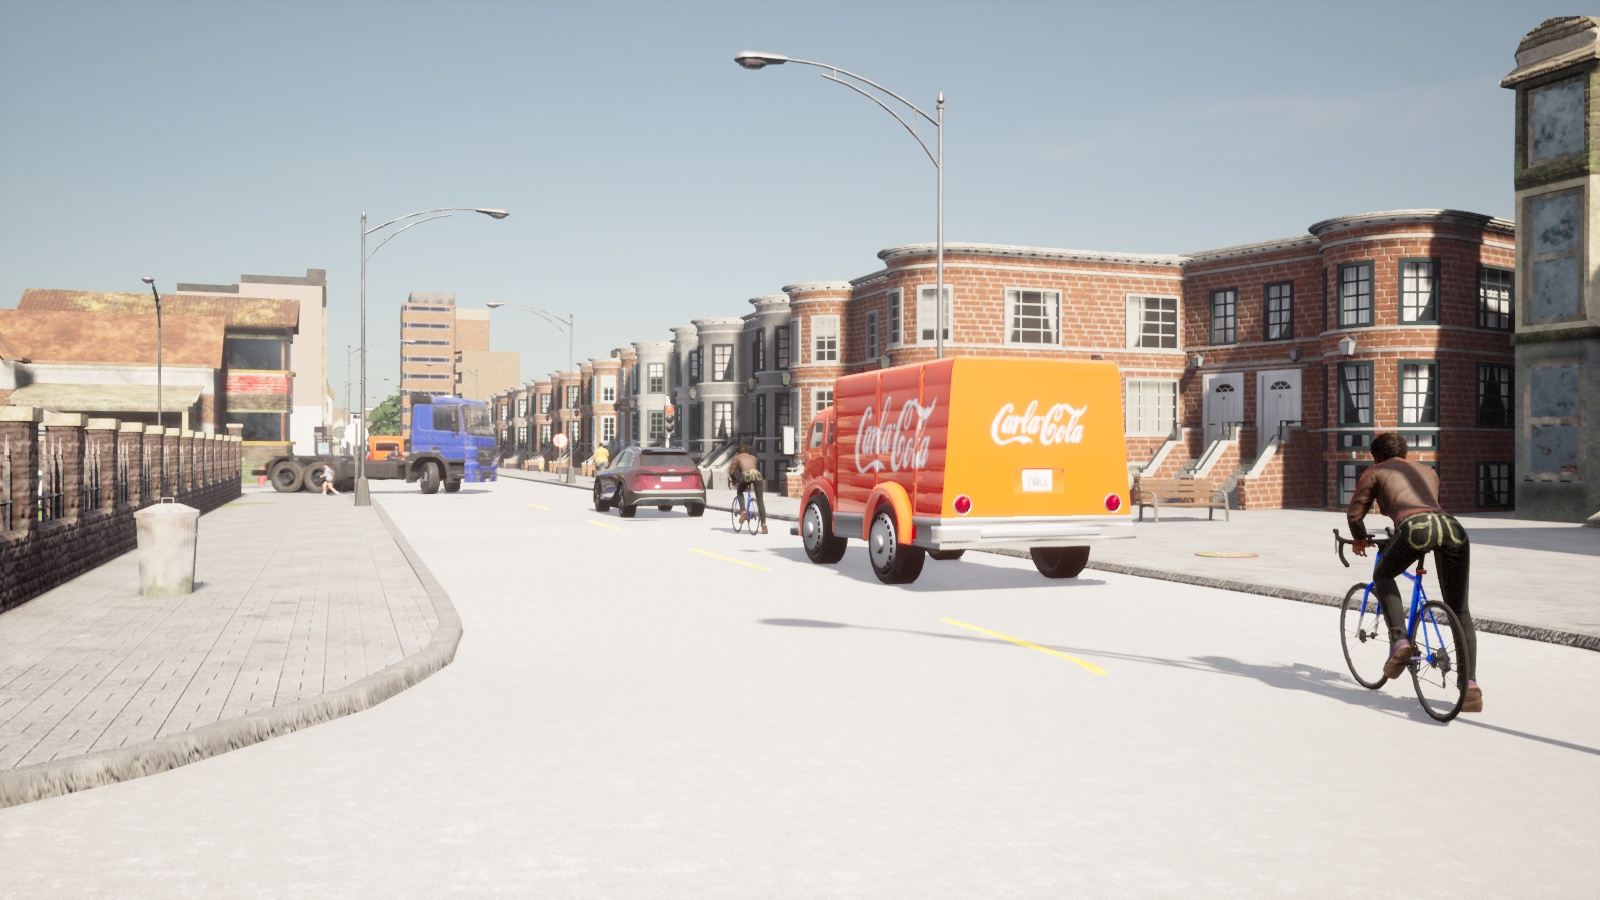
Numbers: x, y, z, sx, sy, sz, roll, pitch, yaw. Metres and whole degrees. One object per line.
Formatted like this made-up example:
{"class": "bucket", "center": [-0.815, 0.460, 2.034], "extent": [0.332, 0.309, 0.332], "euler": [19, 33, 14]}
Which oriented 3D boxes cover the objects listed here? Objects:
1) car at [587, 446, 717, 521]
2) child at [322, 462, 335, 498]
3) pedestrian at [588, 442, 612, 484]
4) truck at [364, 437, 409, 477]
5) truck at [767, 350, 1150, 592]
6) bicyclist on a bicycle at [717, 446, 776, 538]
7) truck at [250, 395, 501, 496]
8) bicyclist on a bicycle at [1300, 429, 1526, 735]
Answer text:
{"class": "car", "center": [-3.633, 0.733, 30.032], "extent": [2.033, 1.649, 4.856], "euler": [0, 0, -20]}
{"class": "child", "center": [-14.542, 0.926, 38.730], "extent": [0.394, 1.110, 0.255], "euler": [0, 0, -20]}
{"class": "pedestrian", "center": [-8.830, 0.567, 55.457], "extent": [0.874, 1.855, 0.900], "euler": [0, 0, -19]}
{"class": "truck", "center": [-27.116, 0.448, 82.257], "extent": [2.627, 2.467, 5.204], "euler": [0, 0, -20]}
{"class": "truck", "center": [1.678, 0.266, 15.699], "extent": [2.627, 2.467, 5.204], "euler": [0, -1, -20]}
{"class": "bicyclist on a bicycle", "center": [-0.994, 0.738, 22.876], "extent": [0.582, 1.620, 1.656], "euler": [0, 0, -20]}
{"class": "truck", "center": [-14.935, -0.134, 44.520], "extent": [7.936, 3.462, 2.891], "euler": [0, 0, 4]}
{"class": "bicyclist on a bicycle", "center": [3.587, 0.705, 7.503], "extent": [0.582, 1.620, 1.656], "euler": [0, 0, 2]}
